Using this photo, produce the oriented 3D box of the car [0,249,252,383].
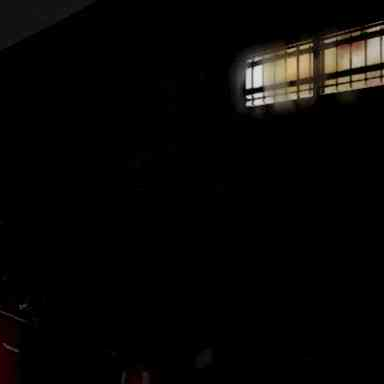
[{"bbox_3d":[-1.475,1.422,3.935,4.097,1.590,1.967,0,0,35],"label":"car"}]
